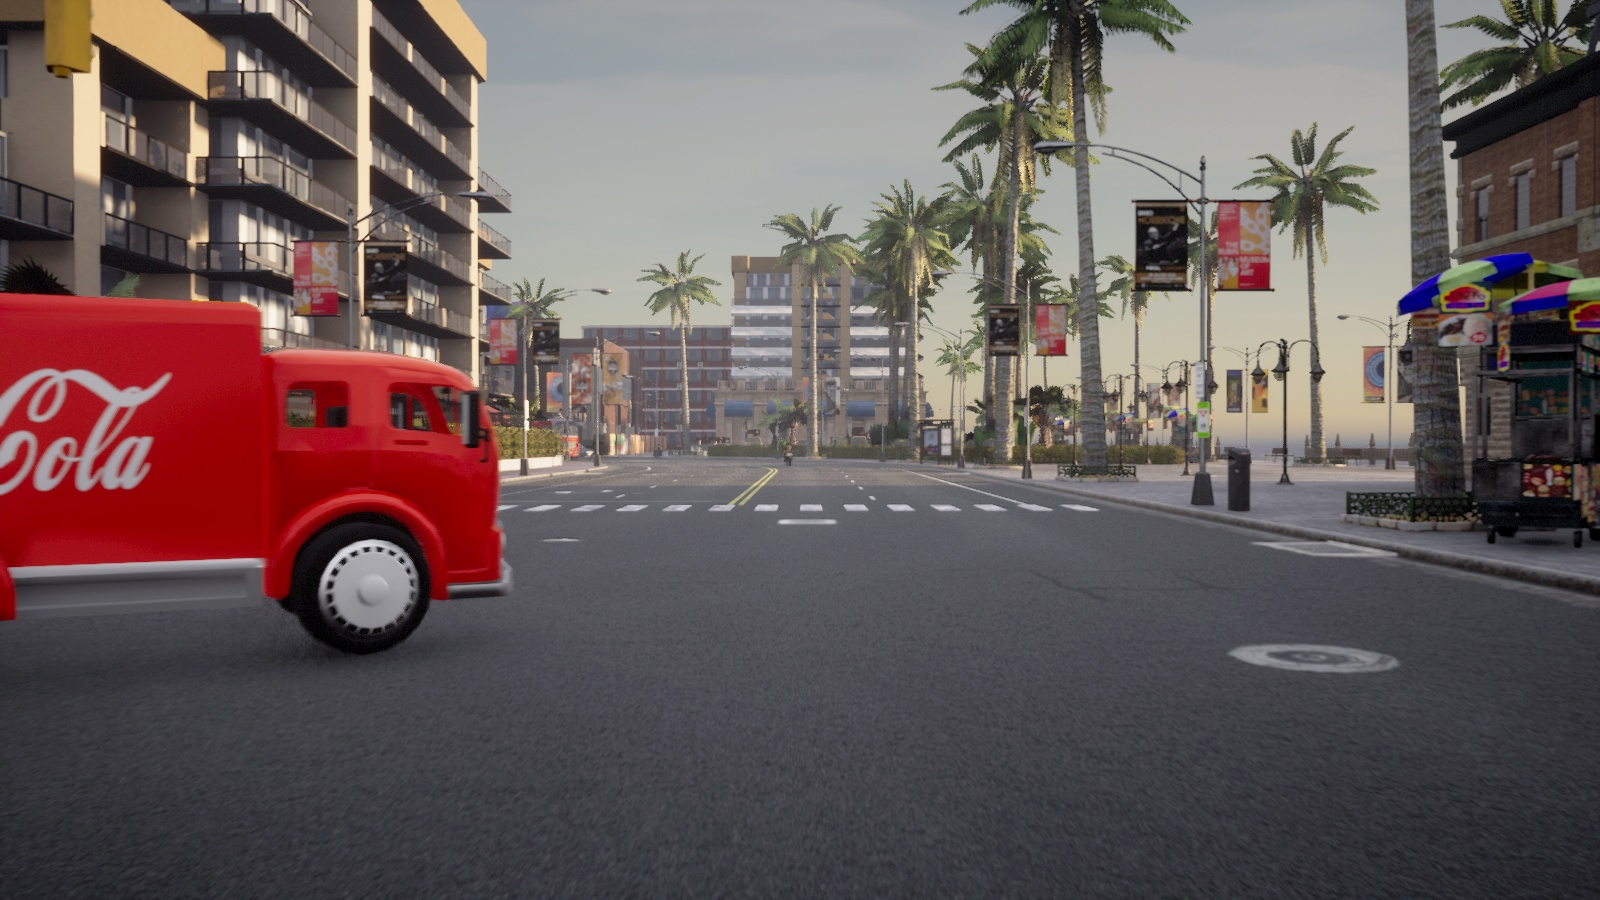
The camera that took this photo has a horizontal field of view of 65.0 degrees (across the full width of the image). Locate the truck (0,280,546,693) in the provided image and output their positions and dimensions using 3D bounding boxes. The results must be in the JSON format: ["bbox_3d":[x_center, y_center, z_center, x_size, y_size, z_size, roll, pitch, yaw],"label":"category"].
[{"bbox_3d":[-4.764,0.205,9.018,5.204,2.467,2.627,0,1,-29],"label":"truck"}]
